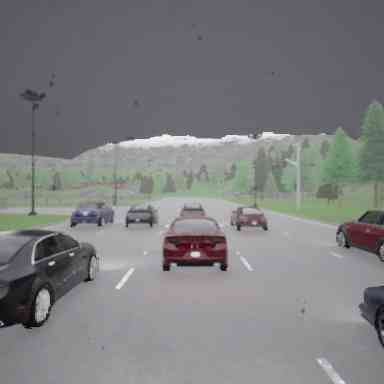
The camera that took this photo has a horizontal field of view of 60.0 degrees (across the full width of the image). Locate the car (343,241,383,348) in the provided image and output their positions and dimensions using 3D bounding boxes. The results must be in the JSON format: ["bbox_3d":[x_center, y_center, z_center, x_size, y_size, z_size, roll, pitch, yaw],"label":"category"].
[{"bbox_3d":[3.605,1.556,2.891,2.033,1.411,5.357,0,0,0],"label":"car"}]

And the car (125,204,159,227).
[{"bbox_3d":[-3.431,1.588,23.365,2.128,1.511,4.902,0,0,0],"label":"car"}]

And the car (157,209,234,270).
[{"bbox_3d":[0.082,1.523,11.186,1.882,1.535,5.008,0,-1,0],"label":"car"}]

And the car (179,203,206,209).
[{"bbox_3d":[0.066,1.594,25.692,2.128,1.511,4.902,0,0,0],"label":"car"}]

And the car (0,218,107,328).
[{"bbox_3d":[-3.421,1.536,7.012,1.837,1.490,4.892,0,0,0],"label":"car"}]

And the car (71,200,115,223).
[{"bbox_3d":[-6.931,1.452,23.709,2.097,1.767,4.553,0,0,0],"label":"car"}]

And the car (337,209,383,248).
[{"bbox_3d":[7.084,1.393,12.053,2.097,1.767,4.553,0,0,0],"label":"car"}]

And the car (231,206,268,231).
[{"bbox_3d":[3.572,1.607,21.301,1.812,1.442,4.674,0,0,0],"label":"car"}]
